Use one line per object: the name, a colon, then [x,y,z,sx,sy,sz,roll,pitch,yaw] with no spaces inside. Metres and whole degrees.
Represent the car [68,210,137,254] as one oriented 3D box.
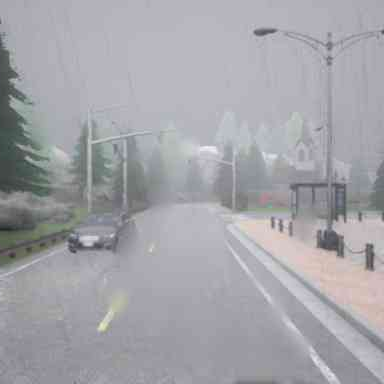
car: [-3.525,1.530,13.823,2.128,1.511,4.902,0,0,0]
